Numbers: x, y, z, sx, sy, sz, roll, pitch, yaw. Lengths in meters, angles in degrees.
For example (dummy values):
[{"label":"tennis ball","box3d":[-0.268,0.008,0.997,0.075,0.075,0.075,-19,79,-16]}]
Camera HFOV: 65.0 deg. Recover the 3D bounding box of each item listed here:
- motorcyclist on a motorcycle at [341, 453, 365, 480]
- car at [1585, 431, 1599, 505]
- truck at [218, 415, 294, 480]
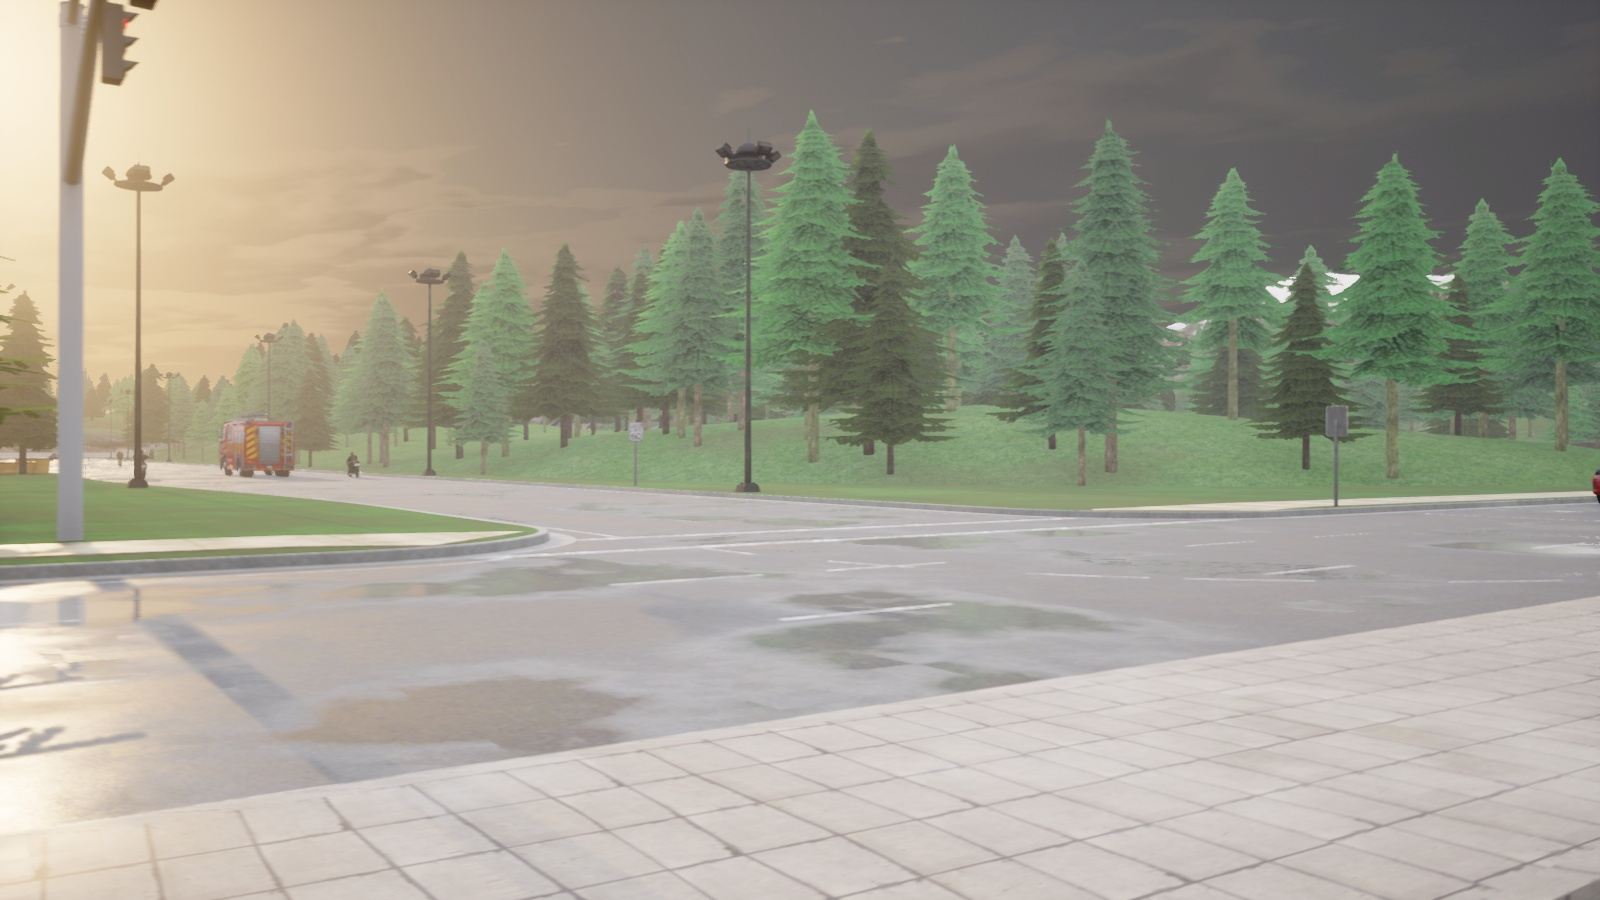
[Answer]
[{"label":"motorcyclist on a motorcycle","box3d":[-25.695,0.962,72.106,0.797,1.523,2.044,0,-1,-34]},{"label":"car","box3d":[24.846,0.493,35.785,5.566,2.045,2.150,0,0,-34]},{"label":"truck","box3d":[-33.954,-0.150,78.202,2.891,3.827,8.468,0,0,-34]}]
